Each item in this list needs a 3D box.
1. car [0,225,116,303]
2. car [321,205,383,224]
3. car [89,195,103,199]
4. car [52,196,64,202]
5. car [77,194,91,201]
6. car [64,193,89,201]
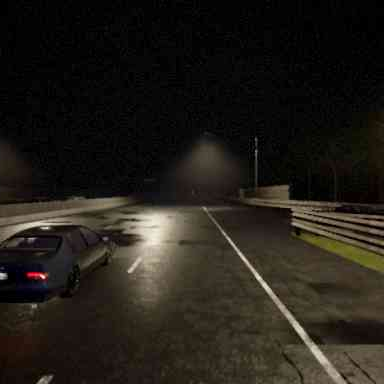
[{"bbox_3d":[-3.400,1.546,8.426,2.033,1.411,5.357,0,0,0],"label":"car"},{"bbox_3d":[10.788,1.636,22.753,1.837,1.490,4.892,1,0,-24],"label":"car"},{"bbox_3d":[-24.566,1.627,86.631,1.882,1.535,5.008,0,0,0],"label":"car"},{"bbox_3d":[-28.009,1.614,70.474,1.837,1.490,4.892,0,0,0],"label":"car"},{"bbox_3d":[-28.065,1.503,86.339,2.097,1.767,4.553,0,0,0],"label":"car"},{"bbox_3d":[-24.510,1.339,70.770,2.150,2.045,5.566,0,0,0],"label":"car"}]
